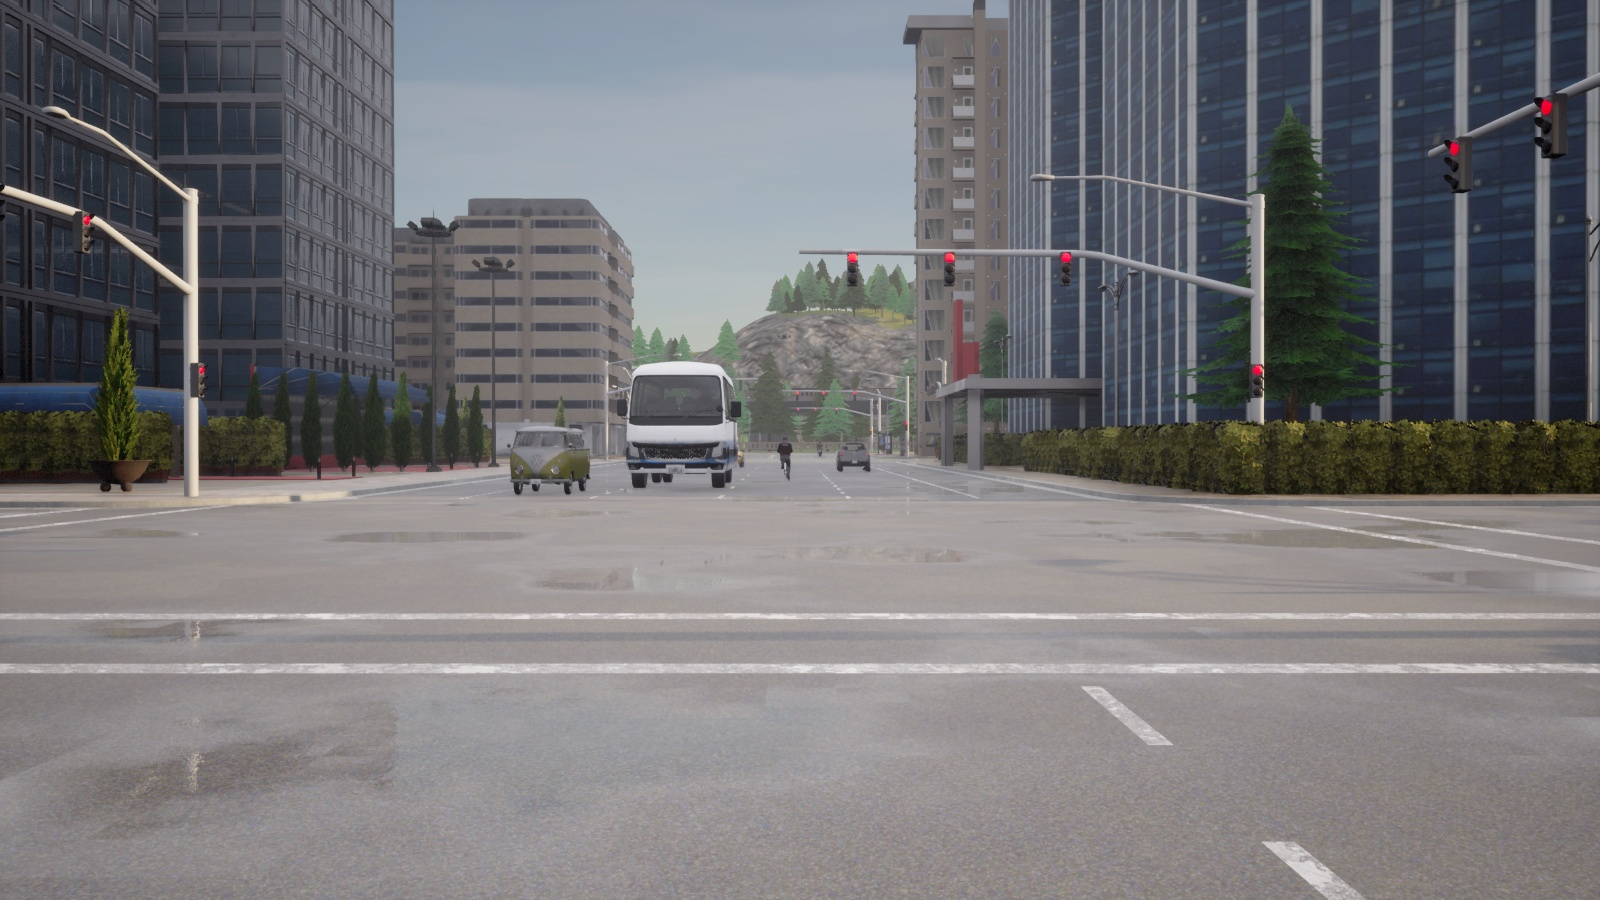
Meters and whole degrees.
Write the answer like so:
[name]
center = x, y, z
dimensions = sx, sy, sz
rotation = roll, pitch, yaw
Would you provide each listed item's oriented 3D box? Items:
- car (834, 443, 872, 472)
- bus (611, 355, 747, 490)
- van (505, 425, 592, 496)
[car]
center = 2.772, 0.389, 66.203
dimensions = 1.845, 1.501, 3.633
rotation = 0, 0, -1
[bus]
center = -4.035, -0.885, 44.624
dimensions = 3.944, 4.253, 10.273
rotation = 0, 0, -1
[van]
center = -7.468, 0.280, 37.705
dimensions = 1.775, 1.987, 4.442
rotation = 0, 0, -1
